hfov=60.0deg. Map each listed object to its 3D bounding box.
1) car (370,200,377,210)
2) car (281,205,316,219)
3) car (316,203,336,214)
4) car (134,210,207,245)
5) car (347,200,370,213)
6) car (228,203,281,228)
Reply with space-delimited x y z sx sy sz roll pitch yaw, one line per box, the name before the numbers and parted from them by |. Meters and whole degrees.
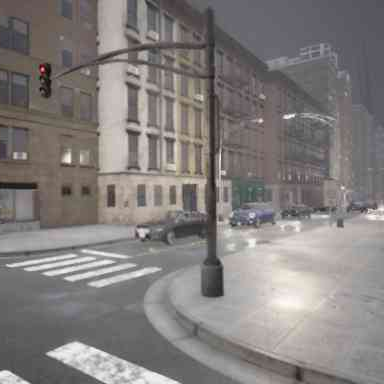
car | 27.186 1.953 51.169 2.033 1.411 5.357 -1 -1 36
car | 10.233 1.902 32.422 1.895 1.301 4.718 -1 -1 35
car | 16.151 1.957 40.671 1.895 1.301 4.718 -1 -1 36
car | -0.836 1.692 16.900 2.128 1.511 4.902 -1 -1 35
car | 21.199 1.872 42.754 1.812 1.442 4.674 -1 -1 35
car | 4.506 1.601 24.417 2.097 1.767 4.553 -1 -1 36
